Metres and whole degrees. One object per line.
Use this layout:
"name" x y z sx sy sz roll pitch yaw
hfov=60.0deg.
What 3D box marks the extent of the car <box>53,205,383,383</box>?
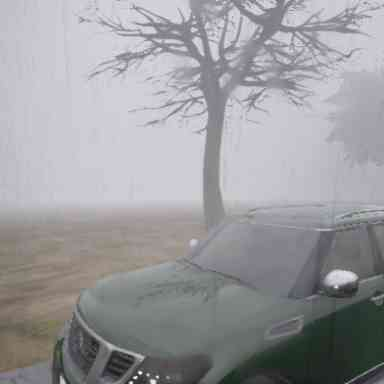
"car" 1.319 1.218 4.127 5.566 2.045 2.150 0 0 -33
